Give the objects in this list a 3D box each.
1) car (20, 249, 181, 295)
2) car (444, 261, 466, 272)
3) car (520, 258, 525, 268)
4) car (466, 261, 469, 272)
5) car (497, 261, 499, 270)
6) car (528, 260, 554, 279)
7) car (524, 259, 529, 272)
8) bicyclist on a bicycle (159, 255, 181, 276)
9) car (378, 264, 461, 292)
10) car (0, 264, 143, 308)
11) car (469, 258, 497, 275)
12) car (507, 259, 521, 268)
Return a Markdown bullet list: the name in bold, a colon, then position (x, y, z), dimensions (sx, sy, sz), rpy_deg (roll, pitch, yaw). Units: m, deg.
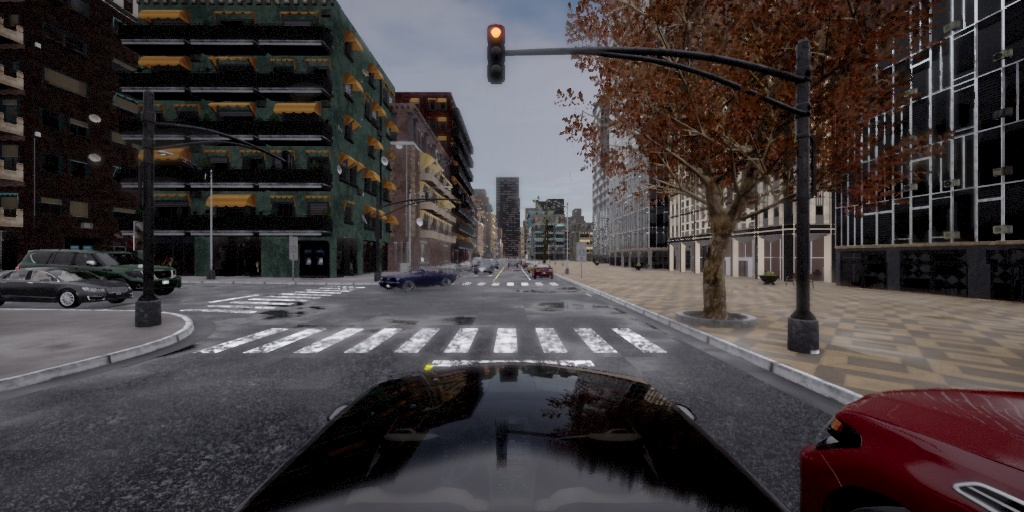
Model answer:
- **car**: position (-17.771, 0.747, 15.535), dimensions (5.566, 2.045, 2.150), rpy_deg (1, 0, 0)
- **car**: position (-5.653, 1.313, 32.355), dimensions (2.007, 1.370, 4.403), rpy_deg (0, 0, 0)
- **car**: position (2.759, 1.375, 60.008), dimensions (1.802, 1.307, 4.207), rpy_deg (0, 0, 0)
- **car**: position (-5.640, 1.323, 43.421), dimensions (2.007, 1.370, 4.403), rpy_deg (0, 0, 0)
- **car**: position (-3.021, 1.280, 55.148), dimensions (2.128, 1.511, 4.902), rpy_deg (0, 0, 0)
- **car**: position (2.727, 1.307, 32.345), dimensions (1.888, 1.381, 4.507), rpy_deg (0, 0, 0)
- **car**: position (2.740, 1.298, 43.580), dimensions (1.751, 1.417, 4.829), rpy_deg (0, 0, 0)
- **bicyclist on a bicycle**: position (-23.142, 0.761, 24.220), dimensions (0.582, 1.620, 1.656), rpy_deg (1, 0, -1)
- **car**: position (-5.589, 1.356, 21.714), dimensions (1.895, 1.301, 4.718), rpy_deg (0, 0, 35)
- **car**: position (-16.422, 1.091, 12.952), dimensions (4.403, 1.370, 2.007), rpy_deg (0, 0, -1)
- **car**: position (-3.055, 1.260, 39.107), dimensions (2.128, 1.511, 4.902), rpy_deg (0, 0, 0)
- **car**: position (0.174, 1.289, 63.491), dimensions (2.128, 1.511, 4.902), rpy_deg (0, 0, 0)
